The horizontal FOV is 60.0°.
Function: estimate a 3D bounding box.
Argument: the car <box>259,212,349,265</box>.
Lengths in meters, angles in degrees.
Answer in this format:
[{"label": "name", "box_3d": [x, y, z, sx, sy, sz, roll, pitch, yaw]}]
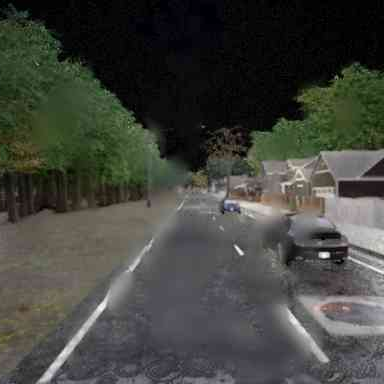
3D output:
[{"label": "car", "box_3d": [3.623, 1.464, 11.510, 1.837, 1.490, 4.892, 0, 0, 0]}]

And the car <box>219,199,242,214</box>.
[{"label": "car", "box_3d": [3.667, 1.389, 32.862, 1.812, 1.442, 4.674, 0, 0, 0]}]
